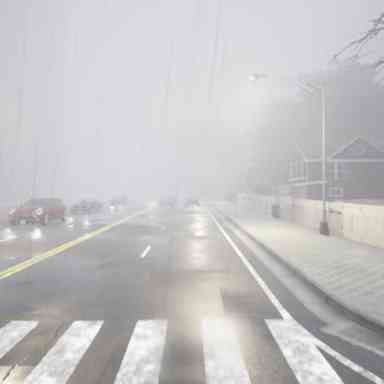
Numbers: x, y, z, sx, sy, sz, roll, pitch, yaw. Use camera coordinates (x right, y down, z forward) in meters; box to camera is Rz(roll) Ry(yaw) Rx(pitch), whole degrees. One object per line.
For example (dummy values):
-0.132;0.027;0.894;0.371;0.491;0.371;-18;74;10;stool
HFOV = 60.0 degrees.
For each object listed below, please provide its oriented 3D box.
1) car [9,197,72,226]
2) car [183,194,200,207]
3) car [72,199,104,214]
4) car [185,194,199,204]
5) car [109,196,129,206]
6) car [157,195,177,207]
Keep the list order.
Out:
-9.845;1.146;21.611;2.097;1.767;4.553;0;0;0;car
-0.007;1.149;42.379;1.812;1.442;4.674;0;0;0;car
-9.847;1.320;31.471;1.895;1.301;4.718;0;0;0;car
-0.008;1.046;52.383;2.128;1.511;4.902;0;0;0;car
-9.774;1.184;45.034;1.994;1.385;4.181;0;0;0;car
-3.257;1.229;42.410;1.895;1.301;4.718;0;0;0;car
